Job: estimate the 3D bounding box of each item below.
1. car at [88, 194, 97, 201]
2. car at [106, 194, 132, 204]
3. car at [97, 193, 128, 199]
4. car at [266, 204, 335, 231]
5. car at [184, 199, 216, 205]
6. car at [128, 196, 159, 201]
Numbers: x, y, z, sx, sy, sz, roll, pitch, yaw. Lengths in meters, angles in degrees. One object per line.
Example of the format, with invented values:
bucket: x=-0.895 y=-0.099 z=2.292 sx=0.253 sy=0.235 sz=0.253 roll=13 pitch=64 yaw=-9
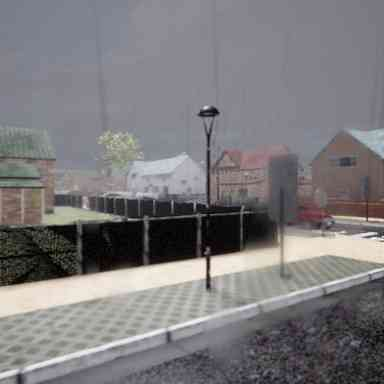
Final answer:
car: x=-17.080 y=0.994 z=59.251 sx=1.895 sy=1.301 sz=4.718 roll=0 pitch=1 yaw=-34
car: x=-11.171 y=1.054 z=50.580 sx=2.033 sy=1.411 sz=5.357 roll=0 pitch=1 yaw=-35
car: x=-10.621 y=0.920 z=44.617 sx=2.097 sy=1.767 sz=4.553 roll=0 pitch=1 yaw=-34
car: x=6.149 y=1.405 z=19.814 sx=1.812 sy=1.442 sz=4.674 roll=0 pitch=1 yaw=-32
car: x=0.721 y=1.327 z=27.894 sx=2.033 sy=1.411 sz=5.357 roll=0 pitch=1 yaw=-34
car: x=-4.866 y=1.181 z=36.104 sx=1.837 sy=1.490 sz=4.892 roll=0 pitch=1 yaw=-34
